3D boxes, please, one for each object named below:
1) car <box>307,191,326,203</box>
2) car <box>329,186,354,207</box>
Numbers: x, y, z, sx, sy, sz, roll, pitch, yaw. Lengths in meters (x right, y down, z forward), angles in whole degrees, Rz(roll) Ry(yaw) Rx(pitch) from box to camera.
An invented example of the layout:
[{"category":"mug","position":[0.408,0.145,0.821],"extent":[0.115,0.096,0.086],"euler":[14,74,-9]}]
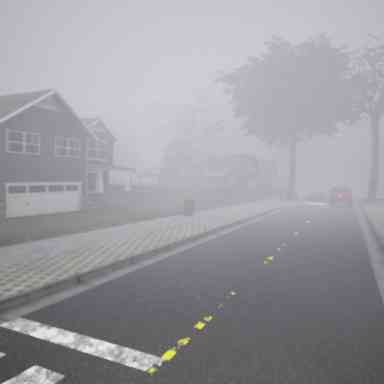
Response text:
[{"category":"car","position":[15.447,0.537,41.096],"extent":[1.994,1.385,4.181],"euler":[2,2,25]},{"category":"car","position":[15.935,0.399,35.531],"extent":[2.150,2.045,5.566],"euler":[2,2,26]}]
